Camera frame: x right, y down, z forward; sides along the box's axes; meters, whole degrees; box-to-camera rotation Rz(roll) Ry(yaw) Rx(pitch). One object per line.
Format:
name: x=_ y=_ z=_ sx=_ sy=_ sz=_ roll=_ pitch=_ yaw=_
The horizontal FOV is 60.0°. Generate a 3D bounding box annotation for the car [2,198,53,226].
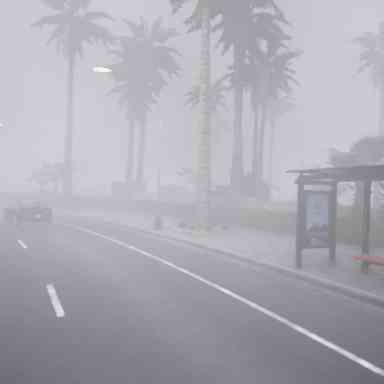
car: x=-10.007 y=1.124 z=20.112 sx=1.882 sy=1.535 sz=5.008 roll=2 pitch=0 yaw=-40
